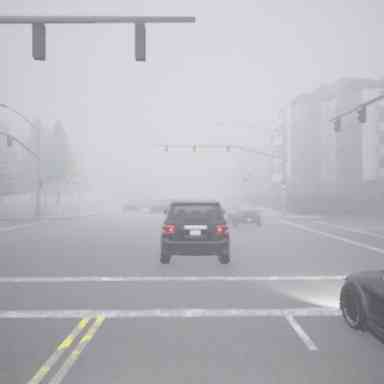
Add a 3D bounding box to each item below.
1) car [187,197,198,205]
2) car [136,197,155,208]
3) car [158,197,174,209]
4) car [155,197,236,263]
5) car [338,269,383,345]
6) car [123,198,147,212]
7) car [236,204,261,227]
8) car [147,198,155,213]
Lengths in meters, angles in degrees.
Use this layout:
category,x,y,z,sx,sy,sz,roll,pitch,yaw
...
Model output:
category,x,y,z,sx,sy,sz,roll,pitch,yaw
car,0.109,1.692,61.217,1.994,1.385,4.181,0,0,0
car,-7.043,1.597,50.572,2.128,1.511,4.902,0,0,0
car,-3.561,1.576,47.122,1.882,1.535,5.008,0,0,0
car,0.098,1.250,12.187,2.150,2.045,5.566,0,0,0
car,3.600,1.573,4.242,1.994,1.385,4.181,0,0,0
car,-7.065,1.562,40.303,1.882,1.535,5.008,0,0,0
car,3.593,1.574,23.186,1.812,1.442,4.674,0,0,0
car,-3.576,1.557,37.706,1.882,1.535,5.008,0,0,0
